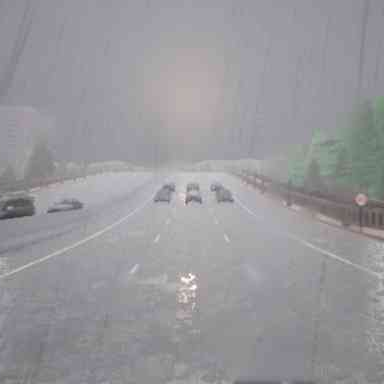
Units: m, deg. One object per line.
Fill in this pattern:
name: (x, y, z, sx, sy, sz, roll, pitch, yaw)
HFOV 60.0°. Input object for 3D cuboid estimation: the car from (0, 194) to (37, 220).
car: (-10.569, 1.311, 18.169, 2.150, 2.045, 5.566, 0, 1, 0)

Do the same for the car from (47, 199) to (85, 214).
car: (-10.544, 1.272, 28.114, 1.994, 1.385, 4.181, 0, 3, 0)

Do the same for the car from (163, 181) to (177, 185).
car: (-3.345, -0.834, 49.036, 1.837, 1.490, 4.892, 0, 7, 1)

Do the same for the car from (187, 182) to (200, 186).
car: (0.159, -0.766, 48.924, 1.994, 1.385, 4.181, 0, 7, 0)

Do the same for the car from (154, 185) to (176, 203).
car: (-3.307, 0.406, 38.493, 2.033, 1.411, 5.357, 0, 6, 0)

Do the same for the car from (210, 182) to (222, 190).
car: (3.656, -0.750, 49.086, 1.895, 1.301, 4.718, 0, 7, 1)

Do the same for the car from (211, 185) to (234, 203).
car: (3.693, 0.415, 38.363, 2.033, 1.411, 5.357, 0, 6, 0)

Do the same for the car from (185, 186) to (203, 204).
car: (0.179, 0.489, 37.439, 1.812, 1.442, 4.674, 0, 5, 0)

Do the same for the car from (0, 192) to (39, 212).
car: (-17.473, 0.925, 32.907, 2.033, 1.411, 5.357, 0, 5, 2)
